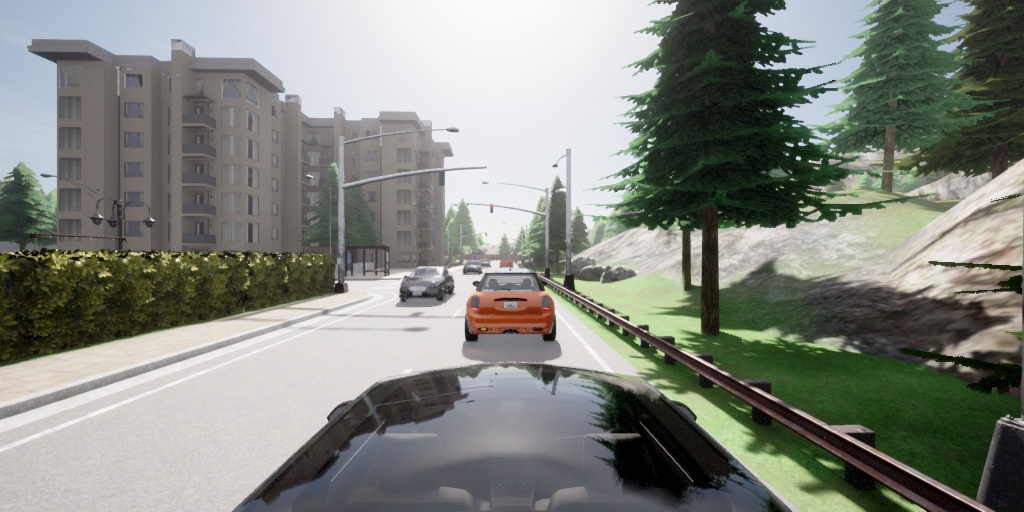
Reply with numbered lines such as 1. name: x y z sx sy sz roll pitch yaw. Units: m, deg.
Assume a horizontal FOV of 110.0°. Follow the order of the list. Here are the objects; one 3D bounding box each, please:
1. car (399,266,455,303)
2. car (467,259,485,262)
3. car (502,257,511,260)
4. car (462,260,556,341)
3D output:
1. car: -3.852 1.242 16.864 2.128 1.511 4.902 0 0 -1
2. car: -4.254 1.254 39.026 1.837 1.490 4.892 0 0 -1
3. car: -0.911 1.101 58.663 2.097 1.767 4.553 0 0 -1
4. car: -0.057 1.102 10.012 2.097 1.767 4.553 0 0 -1
